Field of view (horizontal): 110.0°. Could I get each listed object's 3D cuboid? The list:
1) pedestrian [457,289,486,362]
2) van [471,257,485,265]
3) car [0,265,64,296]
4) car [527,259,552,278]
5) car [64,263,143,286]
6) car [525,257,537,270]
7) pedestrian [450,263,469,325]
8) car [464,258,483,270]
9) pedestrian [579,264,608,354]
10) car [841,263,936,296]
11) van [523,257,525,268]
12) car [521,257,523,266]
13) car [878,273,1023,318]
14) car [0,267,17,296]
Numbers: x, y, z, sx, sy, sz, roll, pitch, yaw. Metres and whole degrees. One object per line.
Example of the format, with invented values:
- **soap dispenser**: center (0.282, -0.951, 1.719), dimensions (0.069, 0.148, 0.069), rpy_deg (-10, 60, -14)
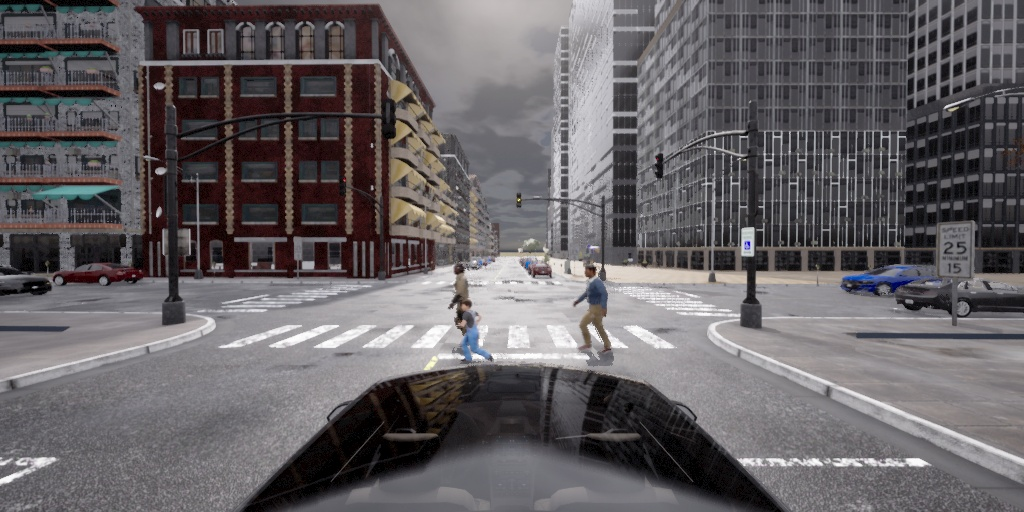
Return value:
- **pedestrian**: center (-0.741, 1.322, 6.604), dimensions (0.375, 1.300, 0.375), rpy_deg (-1, 1, 0)
- **van**: center (-5.577, 1.031, 56.016), dimensions (1.690, 1.789, 3.998), rpy_deg (0, 0, 0)
- **car**: center (-24.280, 1.167, 16.468), dimensions (4.892, 1.490, 1.837), rpy_deg (0, 1, 1)
- **car**: center (2.724, 1.269, 33.447), dimensions (1.888, 1.381, 4.507), rpy_deg (0, 0, 0)
- **car**: center (-25.813, 1.108, 22.398), dimensions (4.507, 1.381, 1.888), rpy_deg (0, 0, 1)
- **car**: center (2.736, 1.156, 39.093), dimensions (1.967, 1.591, 4.097), rpy_deg (0, 0, 0)
- **pedestrian**: center (-1.080, 1.041, 7.800), dimensions (0.375, 1.860, 0.375), rpy_deg (-1, 1, 0)
- **car**: center (-5.588, 1.265, 50.370), dimensions (1.948, 1.339, 4.313), rpy_deg (0, 0, 0)
- **pedestrian**: center (1.621, 1.042, 7.195), dimensions (0.375, 1.860, 0.375), rpy_deg (-1, 1, 0)
- **car**: center (20.386, 1.295, 18.961), dimensions (5.008, 1.535, 1.882), rpy_deg (0, 1, 1)
- **van**: center (2.760, 1.040, 50.385), dimensions (1.690, 1.789, 3.998), rpy_deg (0, 0, 0)
- **car**: center (2.772, 1.235, 56.031), dimensions (1.888, 1.381, 4.507), rpy_deg (0, 0, 0)
- **car**: center (16.739, 1.444, 13.111), dimensions (4.403, 1.370, 2.007), rpy_deg (0, 0, 1)
- **car**: center (-22.599, 1.258, 13.734), dimensions (4.507, 1.381, 1.888), rpy_deg (0, 0, 1)
